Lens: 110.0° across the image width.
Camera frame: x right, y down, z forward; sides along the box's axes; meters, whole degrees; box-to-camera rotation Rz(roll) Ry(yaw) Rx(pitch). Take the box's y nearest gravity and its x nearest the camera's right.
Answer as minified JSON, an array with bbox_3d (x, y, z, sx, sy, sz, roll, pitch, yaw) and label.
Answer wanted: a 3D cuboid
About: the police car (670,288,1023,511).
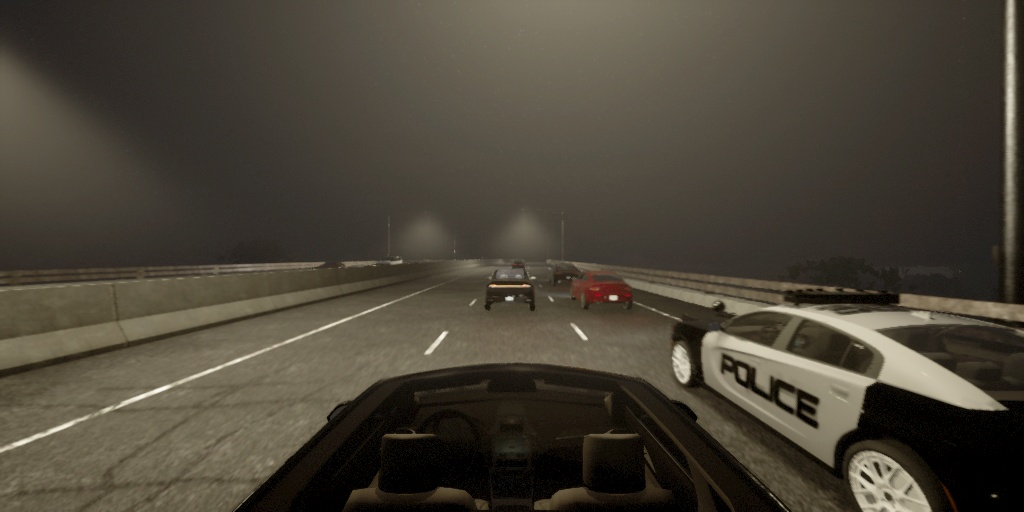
[{"bbox_3d":[3.501,1.179,3.996,1.930,1.638,5.238,0,0,0],"label":"police car"}]

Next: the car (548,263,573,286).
[{"bbox_3d":[3.684,1.257,25.731,1.882,1.535,5.008,0,0,1],"label":"car"}]

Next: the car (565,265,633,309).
[{"bbox_3d":[3.558,1.288,14.809,1.812,1.442,4.674,0,0,0],"label":"car"}]

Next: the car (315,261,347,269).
[{"bbox_3d":[-20.588,1.321,41.088,1.812,1.442,4.674,0,0,2],"label":"car"}]

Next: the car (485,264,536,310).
[{"bbox_3d":[-0.034,1.252,14.729,2.128,1.511,4.902,0,0,1],"label":"car"}]

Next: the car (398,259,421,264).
[{"bbox_3d":[-13.348,1.423,48.597,1.895,1.301,4.718,0,0,2],"label":"car"}]

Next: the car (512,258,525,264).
[{"bbox_3d":[0.858,1.353,52.705,1.837,1.490,4.892,0,0,2],"label":"car"}]

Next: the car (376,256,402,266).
[{"bbox_3d":[-16.813,1.049,49.604,2.150,2.045,5.566,0,0,2],"label":"car"}]
